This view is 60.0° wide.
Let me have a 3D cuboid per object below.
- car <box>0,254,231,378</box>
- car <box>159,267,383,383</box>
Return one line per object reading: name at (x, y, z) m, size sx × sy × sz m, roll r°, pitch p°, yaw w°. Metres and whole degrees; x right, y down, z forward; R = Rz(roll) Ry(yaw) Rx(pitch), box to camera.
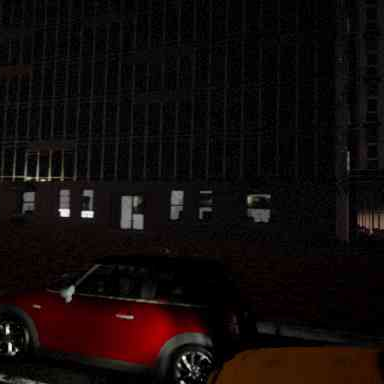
car at (-1.112, 1.696, 5.220) m, size 4.097 × 1.590 × 1.967 m, roll 1°, pitch -4°, yaw 16°
car at (2.615, 1.705, 2.263) m, size 5.366 × 1.575 × 1.801 m, roll 1°, pitch -3°, yaw 16°
